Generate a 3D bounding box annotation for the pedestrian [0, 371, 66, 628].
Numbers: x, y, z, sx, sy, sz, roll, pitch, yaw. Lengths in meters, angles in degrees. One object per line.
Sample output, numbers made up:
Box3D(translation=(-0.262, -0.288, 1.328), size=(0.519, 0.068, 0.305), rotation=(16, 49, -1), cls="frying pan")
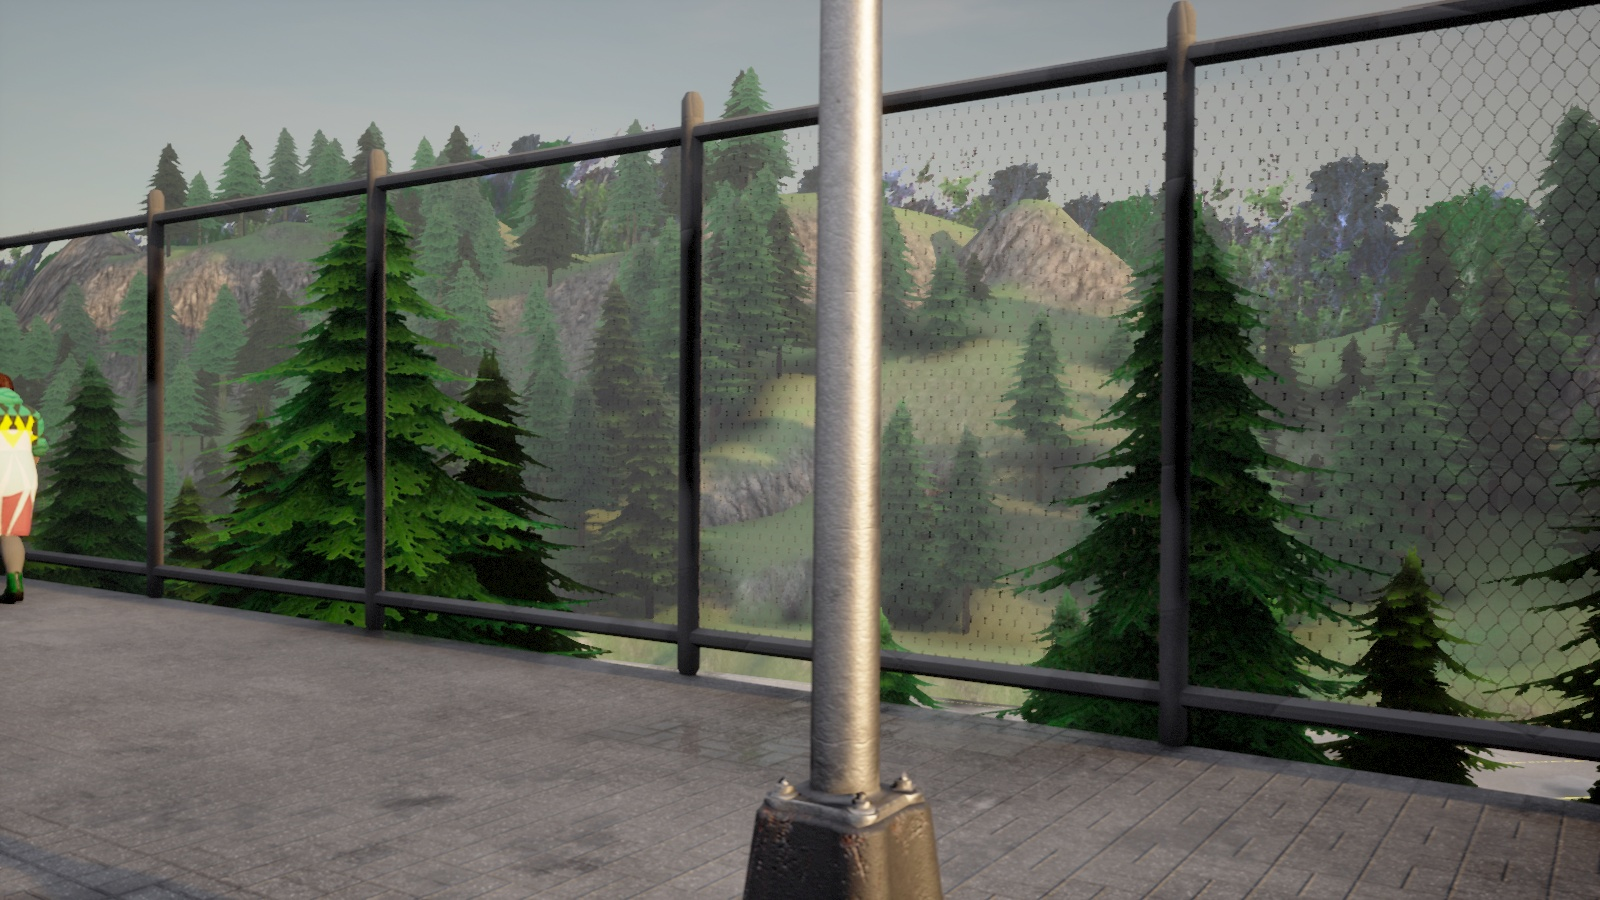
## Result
Box3D(translation=(-6.365, 0.375, 9.890), size=(0.873, 1.952, 0.659), rotation=(0, 1, 33), cls="pedestrian")
